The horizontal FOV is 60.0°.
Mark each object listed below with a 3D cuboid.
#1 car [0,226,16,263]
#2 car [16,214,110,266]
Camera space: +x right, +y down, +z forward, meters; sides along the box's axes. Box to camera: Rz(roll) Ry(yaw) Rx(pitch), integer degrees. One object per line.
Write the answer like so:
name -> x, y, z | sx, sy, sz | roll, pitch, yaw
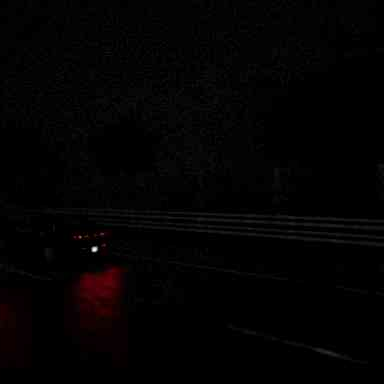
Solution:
car -> -7.498, 1.279, 9.317 | 5.566, 2.045, 2.150 | 0, 0, 35
car -> -5.032, 1.559, 11.857 | 4.892, 1.490, 1.837 | 0, 0, 35
